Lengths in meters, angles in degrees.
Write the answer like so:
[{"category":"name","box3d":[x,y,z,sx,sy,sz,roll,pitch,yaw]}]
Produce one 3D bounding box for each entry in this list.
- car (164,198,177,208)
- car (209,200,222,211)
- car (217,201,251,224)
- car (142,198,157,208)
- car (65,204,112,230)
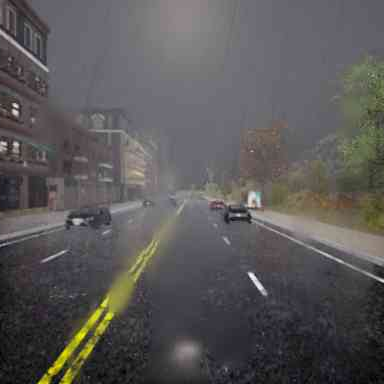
[{"category":"car","box3d":[-3.334,1.608,52.218,1.882,1.535,5.008,0,0,0]},{"category":"car","box3d":[3.330,1.672,43.005,1.994,1.385,4.181,0,0,0]},{"category":"car","box3d":[3.340,1.627,25.754,1.994,1.385,4.181,0,0,0]},{"category":"car","box3d":[-6.581,1.621,52.196,2.128,1.511,4.902,0,0,0]},{"category":"car","box3d":[-6.545,1.545,21.459,2.128,1.511,4.902,0,0,0]}]
